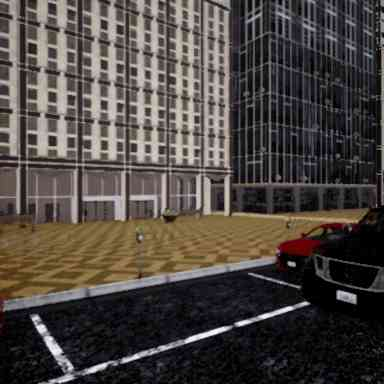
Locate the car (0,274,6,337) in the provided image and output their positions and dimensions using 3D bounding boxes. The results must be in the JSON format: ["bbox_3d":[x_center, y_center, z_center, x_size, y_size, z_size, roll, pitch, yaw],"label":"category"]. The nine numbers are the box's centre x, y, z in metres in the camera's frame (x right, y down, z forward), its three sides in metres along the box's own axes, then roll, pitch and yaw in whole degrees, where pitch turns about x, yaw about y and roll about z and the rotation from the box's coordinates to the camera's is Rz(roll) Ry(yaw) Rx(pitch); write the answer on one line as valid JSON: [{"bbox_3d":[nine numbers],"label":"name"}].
[{"bbox_3d":[-4.656,1.308,3.245,5.009,1.841,2.192,0,0,-36],"label":"car"}]

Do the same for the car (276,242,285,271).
[{"bbox_3d":[4.340,1.574,9.668,4.507,1.381,1.887,0,0,-36],"label":"car"}]

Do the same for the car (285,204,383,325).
[{"bbox_3d":[4.593,1.247,6.639,5.566,2.045,2.150,0,0,-35],"label":"car"}]

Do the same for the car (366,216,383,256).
[{"bbox_3d":[8.839,1.615,12.881,4.313,1.339,1.947,0,0,-36],"label":"car"}]
